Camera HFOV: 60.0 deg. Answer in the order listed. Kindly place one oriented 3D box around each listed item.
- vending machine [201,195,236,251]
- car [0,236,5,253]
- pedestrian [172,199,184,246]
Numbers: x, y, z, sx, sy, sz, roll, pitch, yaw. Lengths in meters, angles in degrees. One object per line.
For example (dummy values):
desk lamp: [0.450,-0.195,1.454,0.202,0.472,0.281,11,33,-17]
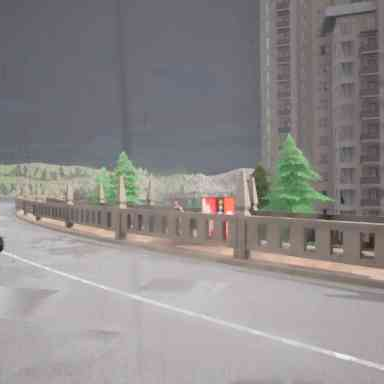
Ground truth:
vending machine: [1.055,1.185,13.218,0.880,2.100,1.100,-1,0,41]
car: [-8.054,1.595,11.230,4.718,1.301,1.895,0,0,45]
pedestrian: [-0.579,1.131,12.821,0.375,1.860,0.375,-1,-1,42]
